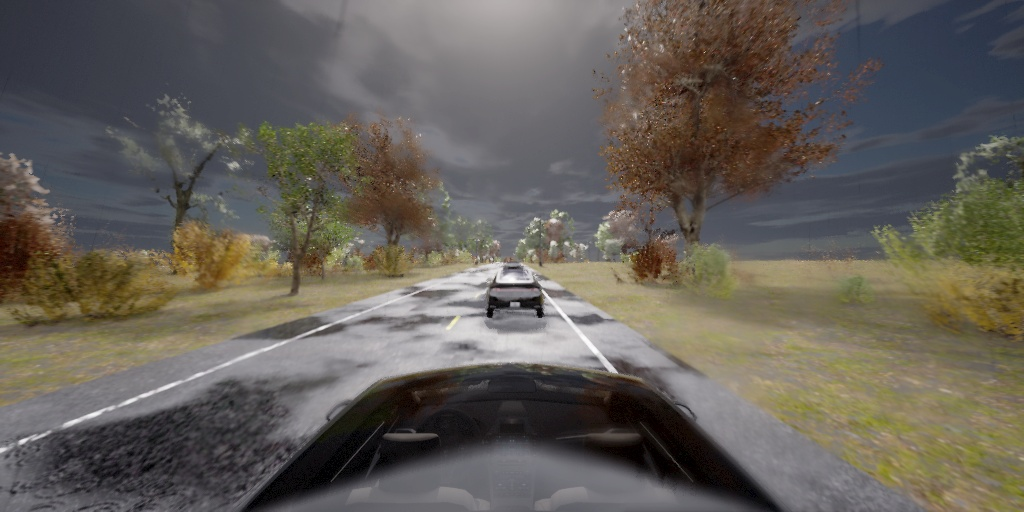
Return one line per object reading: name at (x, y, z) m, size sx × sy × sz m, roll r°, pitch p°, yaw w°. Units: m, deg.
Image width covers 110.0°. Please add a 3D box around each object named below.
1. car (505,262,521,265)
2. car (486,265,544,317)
car at (0.097, 1.269, 33.451) m, size 1.837 × 1.490 × 4.892 m, roll 0°, pitch 0°, yaw 0°
car at (0.093, 1.237, 13.128) m, size 2.128 × 1.511 × 4.902 m, roll 0°, pitch 0°, yaw 0°
